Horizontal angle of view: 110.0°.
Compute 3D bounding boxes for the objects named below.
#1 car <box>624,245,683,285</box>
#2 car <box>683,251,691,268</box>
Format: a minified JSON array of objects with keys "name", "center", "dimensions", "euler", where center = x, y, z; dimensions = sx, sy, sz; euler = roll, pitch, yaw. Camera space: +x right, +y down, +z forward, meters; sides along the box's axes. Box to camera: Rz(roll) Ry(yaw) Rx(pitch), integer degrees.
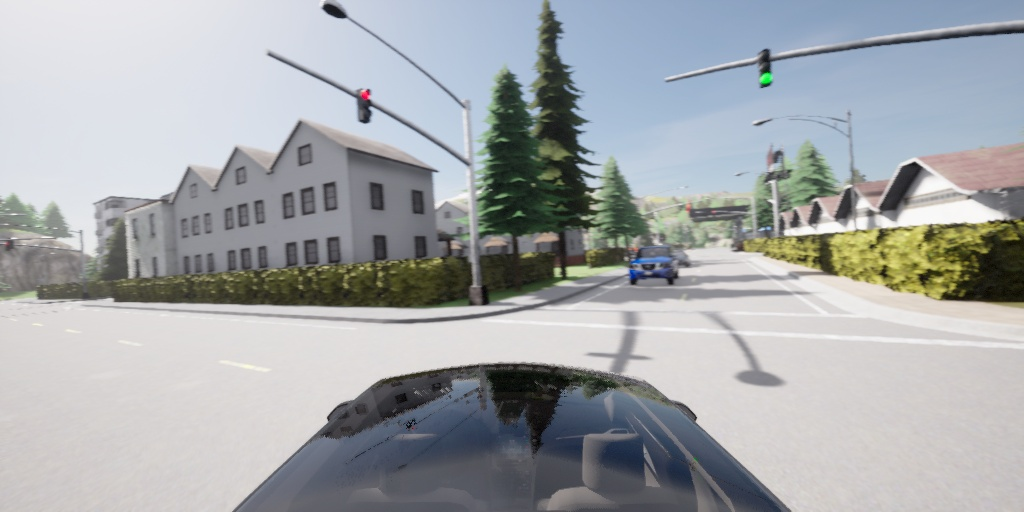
[{"name":"car","center":[8.076,0.430,20.238],"dimensions":[2.150,2.045,5.566],"euler":[-4,0,29]},{"name":"car","center":[14.768,0.286,31.978],"dimensions":[1.812,1.442,4.674],"euler":[-4,1,30]}]
